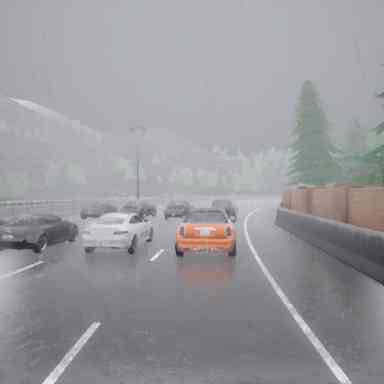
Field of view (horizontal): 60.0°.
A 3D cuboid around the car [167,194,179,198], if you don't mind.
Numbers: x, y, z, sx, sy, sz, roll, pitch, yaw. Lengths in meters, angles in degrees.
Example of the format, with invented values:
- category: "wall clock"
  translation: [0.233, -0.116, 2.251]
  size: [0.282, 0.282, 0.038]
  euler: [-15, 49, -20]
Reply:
- category: "car"
  translation: [-3.836, 1.296, 87.676]
  size: [2.097, 1.767, 4.553]
  euler: [0, 0, 30]

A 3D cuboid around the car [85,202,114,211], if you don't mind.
- category: "car"
  translation: [-7.791, 1.573, 28.498]
  size: [1.994, 1.385, 4.181]
  euler: [0, 0, 11]

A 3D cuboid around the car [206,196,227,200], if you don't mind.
- category: "car"
  translation: [2.520, 1.366, 26.514]
  size: [2.097, 1.767, 4.553]
  euler: [0, 0, 11]

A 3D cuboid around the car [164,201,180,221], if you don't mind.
- category: "car"
  translation: [-0.914, 1.495, 27.195]
  size: [2.128, 1.511, 4.902]
  euler: [0, 0, 11]

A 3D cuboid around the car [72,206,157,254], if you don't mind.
- category: "car"
  translation: [-2.852, 1.533, 13.483]
  size: [1.812, 1.442, 4.674]
  euler: [0, 0, 5]

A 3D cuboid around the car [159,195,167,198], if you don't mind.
- category: "car"
  translation: [-6.830, 1.414, 89.487]
  size: [1.882, 1.535, 5.008]
  euler: [0, 0, 30]

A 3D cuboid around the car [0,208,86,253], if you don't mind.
- category: "car"
  translation: [-6.337, 1.573, 13.810]
  size: [1.994, 1.385, 4.181]
  euler: [0, 0, 5]

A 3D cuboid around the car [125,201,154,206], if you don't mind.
- category: "car"
  translation: [-4.352, 1.495, 27.846]
  size: [2.128, 1.511, 4.902]
  euler: [0, 0, 11]

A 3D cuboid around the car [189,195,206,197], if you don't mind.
- category: "car"
  translation: [2.108, 1.475, 83.976]
  size: [2.128, 1.511, 4.902]
  euler: [0, 0, 30]

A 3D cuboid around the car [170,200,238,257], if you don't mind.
- category: "car"
  translation: [0.630, 1.366, 13.126]
  size: [2.097, 1.767, 4.553]
  euler: [0, 0, 5]

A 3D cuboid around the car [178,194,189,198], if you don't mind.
- category: "car"
  translation: [-0.887, 1.541, 85.787]
  size: [1.895, 1.301, 4.718]
  euler: [0, 0, 30]
